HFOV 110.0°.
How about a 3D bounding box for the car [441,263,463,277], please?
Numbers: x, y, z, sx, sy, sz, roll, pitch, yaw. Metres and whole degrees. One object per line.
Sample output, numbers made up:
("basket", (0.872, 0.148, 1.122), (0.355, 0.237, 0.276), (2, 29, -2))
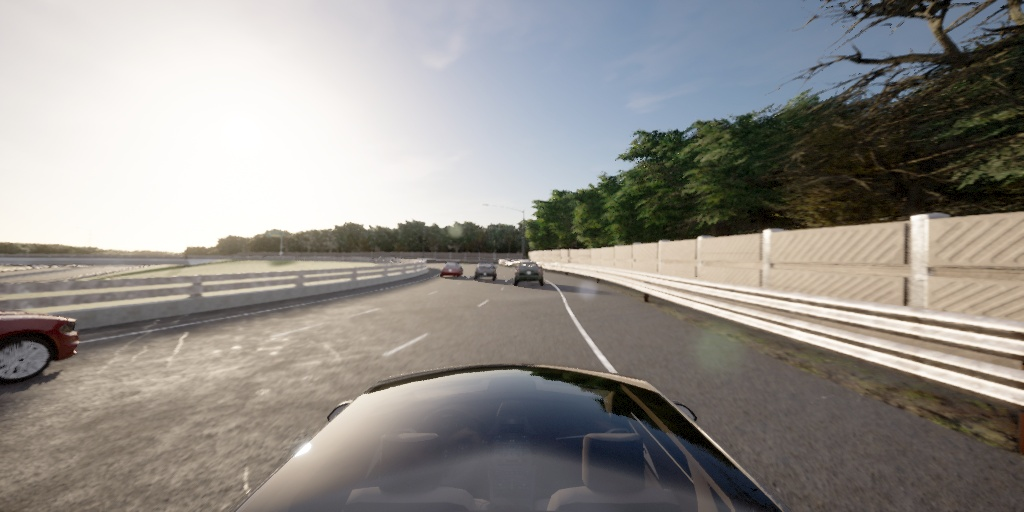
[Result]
("car", (-6.119, 1.370, 36.582), (1.994, 1.385, 4.181), (1, 0, -5))

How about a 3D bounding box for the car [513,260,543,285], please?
("car", (1.195, 1.208, 27.417), (2.097, 1.767, 4.553), (0, 0, 0))

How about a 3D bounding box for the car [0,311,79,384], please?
("car", (-8.696, 1.136, 4.080), (1.882, 1.535, 5.008), (1, 0, 14))

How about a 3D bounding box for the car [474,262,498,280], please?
("car", (-2.366, 1.325, 32.475), (2.128, 1.511, 4.902), (1, 0, -2))
